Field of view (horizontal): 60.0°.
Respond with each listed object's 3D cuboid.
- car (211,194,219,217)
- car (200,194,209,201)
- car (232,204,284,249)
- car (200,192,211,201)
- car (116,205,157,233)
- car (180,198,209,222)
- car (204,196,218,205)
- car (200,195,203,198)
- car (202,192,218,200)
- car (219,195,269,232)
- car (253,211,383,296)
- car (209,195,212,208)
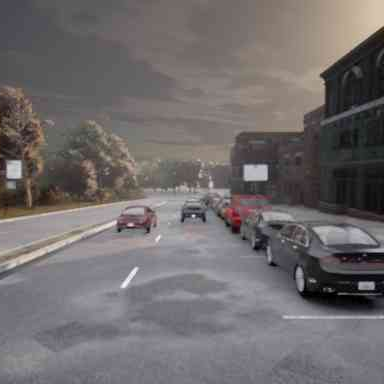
[{"bbox_3d":[3.229,1.316,30.770,2.185,1.767,4.553,0,0,0],"label":"car"},{"bbox_3d":[3.237,1.370,86.238,1.946,1.575,5.366,0,0,0],"label":"car"},{"bbox_3d":[3.229,1.463,14.096,2.231,1.521,4.892,0,0,0],"label":"car"},{"bbox_3d":[3.233,1.129,80.429,2.435,2.045,5.566,0,0,0],"label":"car"},{"bbox_3d":[-3.148,1.501,19.428,1.812,1.442,4.674,0,0,0],"label":"car"},{"bbox_3d":[0.104,1.471,26.190,1.837,1.490,4.892,0,0,0],"label":"car"},{"bbox_3d":[3.232,1.408,58.295,2.231,1.521,4.892,0,0,0],"label":"car"},{"bbox_3d":[0.106,1.472,42.992,1.812,1.442,4.674,0,0,0],"label":"car"},{"bbox_3d":[3.232,1.163,52.805,2.435,2.045,5.566,0,0,0],"label":"car"},{"bbox_3d":[3.229,1.204,19.779,2.435,2.045,5.566,0,0,0],"label":"car"},{"bbox_3d":[3.227,1.470,8.570,2.231,1.521,4.892,0,0,0],"label":"car"},{"bbox_3d":[3.230,1.431,36.512,1.946,1.575,5.366,0,0,0],"label":"car"}]
